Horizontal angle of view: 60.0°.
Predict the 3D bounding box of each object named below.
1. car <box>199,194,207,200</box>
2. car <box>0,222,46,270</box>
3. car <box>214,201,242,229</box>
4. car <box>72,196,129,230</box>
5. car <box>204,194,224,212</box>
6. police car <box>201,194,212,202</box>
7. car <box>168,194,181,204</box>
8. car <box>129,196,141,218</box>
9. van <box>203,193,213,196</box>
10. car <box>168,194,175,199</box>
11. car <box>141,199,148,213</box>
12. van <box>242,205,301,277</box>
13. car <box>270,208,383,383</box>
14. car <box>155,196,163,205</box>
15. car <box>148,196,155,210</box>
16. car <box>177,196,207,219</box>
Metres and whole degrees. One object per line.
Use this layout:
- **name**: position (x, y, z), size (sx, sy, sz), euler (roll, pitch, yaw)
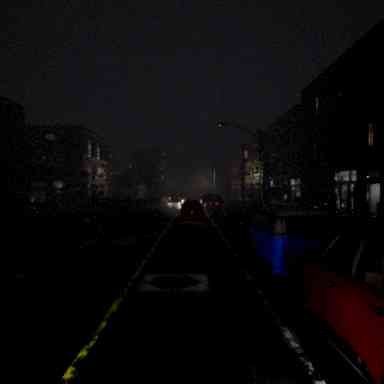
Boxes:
- **car**: position (2.672, 1.261, 81.649), size (1.887, 1.381, 4.507), euler (-1, 0, 0)
- **car**: position (-5.694, 1.549, 9.576), size (1.802, 1.307, 4.206), euler (-1, 0, 0)
- **car**: position (2.684, 1.480, 20.665), size (2.008, 1.369, 4.403), euler (-1, 0, 0)
- **car**: position (-5.699, 1.244, 20.663), size (2.192, 1.841, 5.009), euler (-1, 0, 0)
- **car**: position (2.680, 1.311, 37.296), size (1.967, 1.590, 4.097), euler (-1, 0, 0)
- **police car**: position (2.987, 1.187, 68.618), size (1.930, 1.638, 5.238), euler (0, 0, 0)
- **car**: position (-3.051, 1.146, 59.429), size (2.097, 1.767, 4.553), euler (0, 0, 1)
- **car**: position (-5.699, 1.225, 26.206), size (2.192, 1.841, 5.009), euler (-1, 0, 0)
- **van**: position (2.678, 1.193, 42.840), size (1.690, 1.788, 3.998), euler (-1, 0, 0)
- **car**: position (-5.710, 1.258, 92.735), size (1.802, 1.307, 4.206), euler (0, 0, 0)
- **car**: position (-5.698, 1.456, 31.751), size (1.947, 1.339, 4.313), euler (-1, 0, 0)
- **van**: position (2.685, 1.308, 9.576), size (1.690, 1.788, 3.998), euler (-1, 0, 0)
- **car**: position (2.685, 1.301, 4.032), size (2.192, 1.841, 5.009), euler (-1, 0, 0)
- **car**: position (-5.703, 1.379, 53.927), size (1.947, 1.339, 4.313), euler (-1, 0, 0)
- **car**: position (-5.699, 1.416, 37.295), size (1.887, 1.381, 4.507), euler (-1, 0, 0)
- **car**: position (0.029, 1.381, 27.904), size (1.882, 1.535, 5.008), euler (0, 0, 1)
